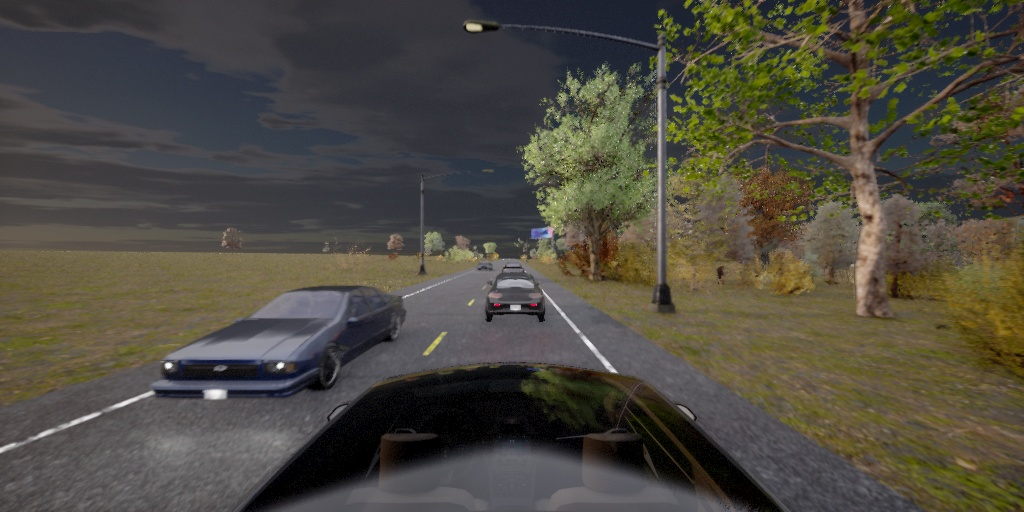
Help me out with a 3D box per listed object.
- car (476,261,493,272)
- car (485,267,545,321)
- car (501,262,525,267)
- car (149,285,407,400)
[{"bbox_3d":[-3.586,1.338,47.927,1.994,1.385,4.181,0,0,0],"label":"car"},{"bbox_3d":[0.099,1.279,12.348,1.812,1.442,4.674,0,0,0],"label":"car"},{"bbox_3d":[0.096,1.254,30.233,2.128,1.511,4.902,0,0,0],"label":"car"},{"bbox_3d":[-3.601,1.299,7.015,2.033,1.411,5.357,0,0,0],"label":"car"}]
